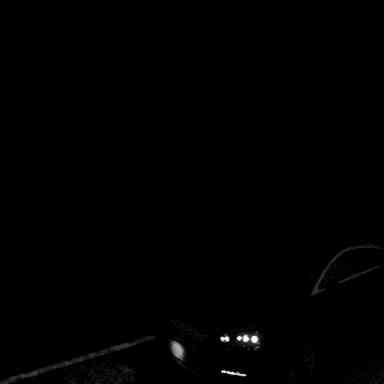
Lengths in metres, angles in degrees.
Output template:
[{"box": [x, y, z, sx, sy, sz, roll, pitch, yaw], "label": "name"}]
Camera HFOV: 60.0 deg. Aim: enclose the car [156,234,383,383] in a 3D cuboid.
[{"box": [1.762, 1.492, 5.230, 4.902, 1.511, 2.128, 0, 0, -38], "label": "car"}]
